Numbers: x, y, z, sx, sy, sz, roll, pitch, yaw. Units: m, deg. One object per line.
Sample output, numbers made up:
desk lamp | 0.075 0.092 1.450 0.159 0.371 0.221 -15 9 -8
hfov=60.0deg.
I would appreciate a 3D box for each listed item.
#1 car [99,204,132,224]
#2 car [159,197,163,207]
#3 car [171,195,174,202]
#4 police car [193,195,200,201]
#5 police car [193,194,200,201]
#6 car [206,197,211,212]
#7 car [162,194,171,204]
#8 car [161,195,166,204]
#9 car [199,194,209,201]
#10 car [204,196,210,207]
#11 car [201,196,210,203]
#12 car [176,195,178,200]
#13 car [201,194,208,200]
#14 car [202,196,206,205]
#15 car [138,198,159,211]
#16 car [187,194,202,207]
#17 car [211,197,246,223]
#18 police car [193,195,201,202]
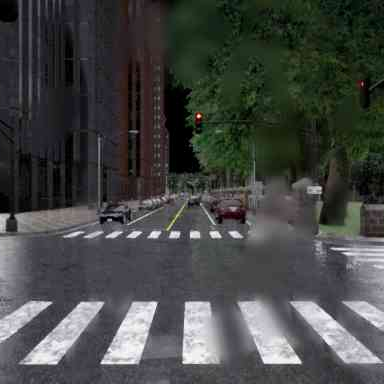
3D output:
car | -5.687 1.576 25.213 1.947 1.339 4.313 0 0 0
car | -5.620 1.616 47.040 1.802 1.307 4.206 0 0 0
car | -5.553 1.374 68.869 2.192 1.841 5.009 0 0 0
police car | 1.144 1.510 85.967 1.930 1.638 5.238 0 0 0
police car | 1.181 1.520 91.967 1.930 1.638 5.238 0 0 0
car | 2.872 1.588 36.108 1.947 1.339 4.313 0 0 0
car | -5.570 1.634 63.412 1.802 1.307 4.206 0 0 0
car | -5.603 1.622 52.498 1.802 1.307 4.206 0 0 0
car | 3.022 1.398 85.217 2.192 1.841 5.009 0 0 0
car | 2.889 1.579 41.565 2.008 1.369 4.403 0 0 0
car | 2.989 1.592 74.474 1.752 1.417 4.829 0 0 0
car | -5.486 1.532 90.697 1.967 1.590 4.097 0 0 0
car | 2.922 1.480 52.478 1.967 1.590 4.097 0 0 0
car | 2.905 1.585 47.022 2.008 1.369 4.403 0 0 0
car | -5.637 1.579 41.583 2.008 1.369 4.403 0 0 0
car | 0.266 1.546 53.391 1.837 1.490 4.892 0 0 0
car | 2.839 1.325 25.196 2.192 1.841 5.009 0 0 0
police car | 1.132 1.494 75.967 1.930 1.638 5.238 0 0 0
